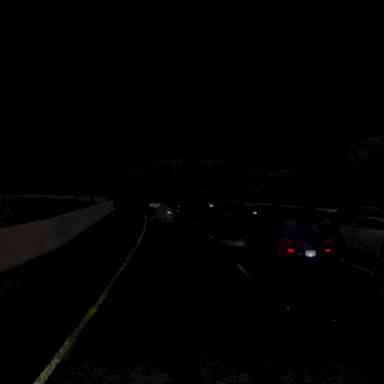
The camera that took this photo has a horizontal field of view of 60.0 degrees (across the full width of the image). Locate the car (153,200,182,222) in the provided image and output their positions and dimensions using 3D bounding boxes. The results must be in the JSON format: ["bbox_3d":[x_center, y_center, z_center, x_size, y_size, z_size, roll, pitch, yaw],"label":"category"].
[{"bbox_3d":[-1.908,1.570,26.652,1.994,1.385,4.181,0,0,-8],"label":"car"}]

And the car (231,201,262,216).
[{"bbox_3d":[4.790,1.523,29.389,1.812,1.442,4.674,0,0,-8],"label":"car"}]

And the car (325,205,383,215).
[{"bbox_3d":[9.539,1.467,19.266,1.882,1.535,5.008,0,0,-5],"label":"car"}]

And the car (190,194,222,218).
[{"bbox_3d":[1.181,1.223,29.962,2.150,2.045,5.566,0,0,-8],"label":"car"}]

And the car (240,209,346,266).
[{"bbox_3d":[3.129,1.523,11.466,1.812,1.442,4.674,0,0,-3],"label":"car"}]

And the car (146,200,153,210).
[{"bbox_3d":[-4.794,1.612,42.758,1.895,1.301,4.718,0,0,-13],"label":"car"}]

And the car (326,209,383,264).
[{"bbox_3d":[6.644,1.518,11.323,1.812,1.442,4.674,0,0,-3],"label":"car"}]
